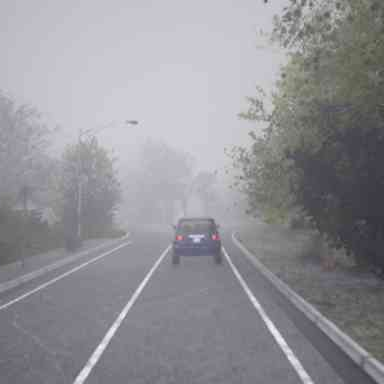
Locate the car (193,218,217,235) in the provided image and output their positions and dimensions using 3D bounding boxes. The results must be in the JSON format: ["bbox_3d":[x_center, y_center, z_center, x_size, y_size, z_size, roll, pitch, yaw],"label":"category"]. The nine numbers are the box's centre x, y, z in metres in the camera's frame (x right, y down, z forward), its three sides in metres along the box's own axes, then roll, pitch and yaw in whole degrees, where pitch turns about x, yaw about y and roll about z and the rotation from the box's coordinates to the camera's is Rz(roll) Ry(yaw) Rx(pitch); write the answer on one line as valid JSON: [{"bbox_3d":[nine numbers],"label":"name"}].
[{"bbox_3d":[1.351,3.316,32.626,1.837,1.490,4.892,-2,-4,7],"label":"car"}]

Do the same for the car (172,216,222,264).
[{"bbox_3d":[0.223,2.179,16.194,2.150,2.045,5.566,-1,-3,0],"label":"car"}]
